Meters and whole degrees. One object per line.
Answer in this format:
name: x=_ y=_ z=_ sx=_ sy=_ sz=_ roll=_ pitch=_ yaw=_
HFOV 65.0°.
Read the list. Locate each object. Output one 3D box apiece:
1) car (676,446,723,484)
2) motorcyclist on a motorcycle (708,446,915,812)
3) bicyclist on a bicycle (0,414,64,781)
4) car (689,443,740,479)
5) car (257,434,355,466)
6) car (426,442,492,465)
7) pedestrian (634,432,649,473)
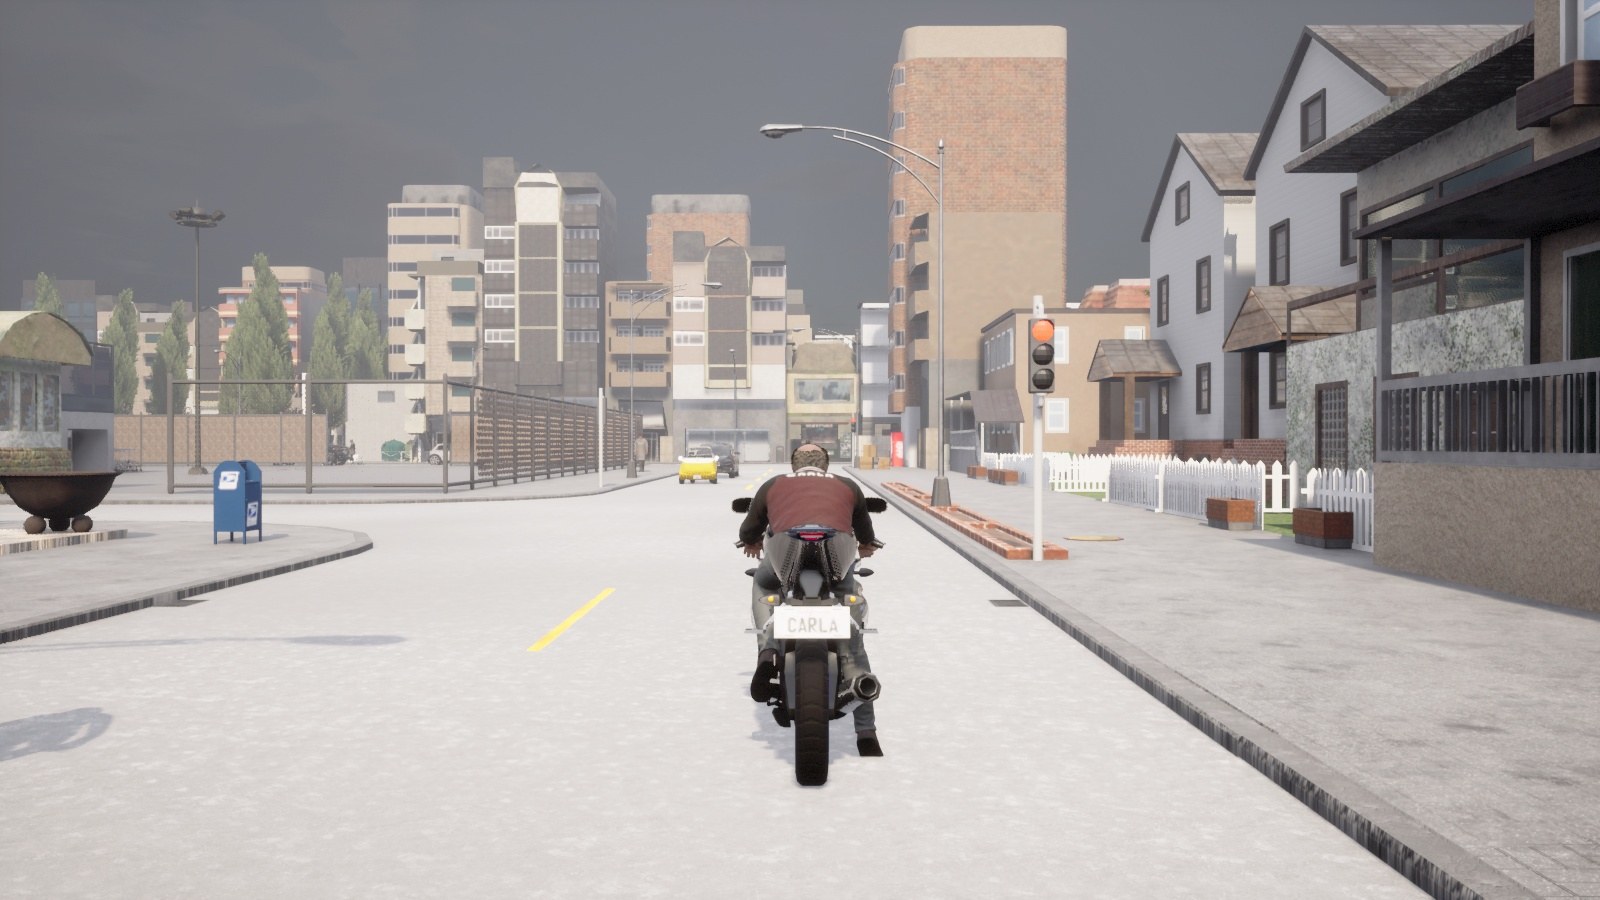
car: x=-3.681 y=0.537 z=46.247 sx=1.481 sy=1.376 sz=2.207 roll=0 pitch=0 yaw=1
motorcyclist on a motorcycle: x=0.050 y=0.746 z=6.352 sx=0.866 sy=1.530 sz=2.191 roll=0 pitch=0 yaw=0
bicyclist on a bicycle: x=-3.950 y=0.650 z=5.238 sx=0.866 sy=1.612 sz=1.509 roll=0 pitch=0 yaw=1
car: x=-3.660 y=0.441 z=54.512 sx=1.837 sy=1.490 sz=4.892 roll=0 pitch=0 yaw=1
car: x=-32.279 y=-0.025 z=82.213 sx=5.566 sy=2.045 sz=2.150 roll=0 pitch=0 yaw=1
car: x=-22.269 y=0.230 z=82.157 sx=3.806 sy=1.475 sz=1.970 roll=0 pitch=0 yaw=1
pedestrian: x=-7.607 y=0.110 z=60.210 sx=0.659 sy=1.952 sz=0.873 roll=0 pitch=0 yaw=-3
